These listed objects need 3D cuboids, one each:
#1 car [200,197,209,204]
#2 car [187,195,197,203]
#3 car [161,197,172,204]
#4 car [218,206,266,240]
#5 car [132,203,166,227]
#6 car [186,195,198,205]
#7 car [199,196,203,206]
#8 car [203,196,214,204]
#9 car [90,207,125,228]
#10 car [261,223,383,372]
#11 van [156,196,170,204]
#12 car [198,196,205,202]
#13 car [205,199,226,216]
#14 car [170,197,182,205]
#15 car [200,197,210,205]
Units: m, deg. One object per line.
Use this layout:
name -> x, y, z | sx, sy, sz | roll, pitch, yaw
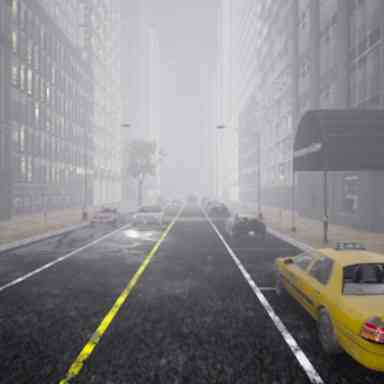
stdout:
car -> 2.686, 1.858, 74.155 | 1.887, 1.381, 4.507 | 0, 0, 0
car -> 0.001, 1.597, 78.596 | 2.097, 1.767, 4.553 | 0, 0, 0
car -> -5.694, 1.864, 74.157 | 2.008, 1.369, 4.403 | 0, 0, 0
car -> 2.685, 1.630, 17.173 | 2.008, 1.369, 4.403 | 0, 0, 0
car -> -3.099, 1.712, 24.177 | 1.895, 1.301, 4.718 | 0, 0, 0
car -> 0.002, 1.520, 64.085 | 2.150, 2.045, 5.566 | 0, 0, 0
car -> 2.685, 1.585, 62.760 | 2.192, 1.841, 5.009 | 0, 0, 0
car -> 3.000, 1.697, 49.460 | 1.882, 1.535, 5.008 | 0, 0, 0
car -> -5.695, 1.687, 22.877 | 1.802, 1.307, 4.206 | 0, 0, 0
car -> 2.685, 1.553, 5.949 | 1.752, 1.417, 4.829 | 0, 0, 0
van -> -5.696, 1.612, 62.764 | 1.690, 1.788, 3.998 | 0, 0, 0
car -> 2.687, 1.897, 91.420 | 1.752, 1.417, 4.829 | 0, 0, 0
car -> 2.686, 1.721, 34.268 | 1.947, 1.339, 4.313 | 0, 0, 0
car -> -3.009, 1.774, 65.583 | 1.837, 1.490, 4.892 | 0, 0, 0
car -> 2.686, 1.818, 68.626 | 1.752, 1.417, 4.829 | 0, 0, 0
